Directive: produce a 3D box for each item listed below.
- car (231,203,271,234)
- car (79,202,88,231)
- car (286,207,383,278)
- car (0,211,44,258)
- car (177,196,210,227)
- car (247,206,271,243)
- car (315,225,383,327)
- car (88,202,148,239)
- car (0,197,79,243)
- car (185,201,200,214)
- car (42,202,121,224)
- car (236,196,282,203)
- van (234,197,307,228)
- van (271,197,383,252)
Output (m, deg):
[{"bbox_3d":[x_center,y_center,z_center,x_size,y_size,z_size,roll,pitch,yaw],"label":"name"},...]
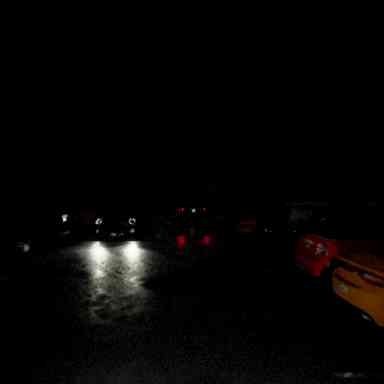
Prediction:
[{"bbox_3d":[4.856,1.500,16.617,5.366,1.575,1.946,0,0,0],"label":"car"},{"bbox_3d":[-8.007,1.379,16.832,4.553,1.767,2.185,0,0,0],"label":"car"},{"bbox_3d":[5.009,1.365,8.310,4.553,1.767,2.185,0,0,0],"label":"car"},{"bbox_3d":[-8.009,1.525,11.284,4.792,1.488,2.163,0,0,0],"label":"car"},{"bbox_3d":[0.098,1.290,23.735,2.150,2.045,5.566,0,-1,0],"label":"car"},{"bbox_3d":[5.034,1.499,13.850,4.892,1.521,2.231,0,0,0],"label":"car"},{"bbox_3d":[5.035,1.487,5.664,5.008,1.535,2.097,0,0,0],"label":"car"},{"bbox_3d":[-3.595,1.378,17.532,2.097,1.767,4.553,0,0,0],"label":"car"},{"bbox_3d":[-8.067,1.247,14.061,5.566,2.045,2.435,0,0,0],"label":"car"},{"bbox_3d":[0.102,1.958,42.951,1.837,1.490,4.892,0,-2,0],"label":"car"},{"bbox_3d":[-8.224,1.559,25.149,5.366,1.575,1.946,0,0,0],"label":"car"},{"bbox_3d":[5.069,1.261,19.387,5.566,2.045,2.435,0,0,0],"label":"car"},{"bbox_3d":[5.159,1.307,22.279,4.442,1.987,1.878,0,0,0],"label":"van"},{"bbox_3d":[5.158,1.268,11.080,4.442,1.987,1.878,0,0,0],"label":"van"}]
